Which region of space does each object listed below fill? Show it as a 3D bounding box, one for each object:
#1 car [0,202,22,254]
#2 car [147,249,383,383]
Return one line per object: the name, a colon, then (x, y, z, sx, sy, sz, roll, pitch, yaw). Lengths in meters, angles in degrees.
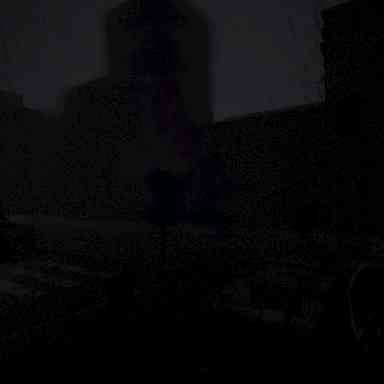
car: (-9.803, 1.376, 12.312, 2.435, 2.045, 5.566, -1, 0, 36)
car: (1.525, 1.488, 4.257, 2.231, 1.521, 4.892, -1, 0, 36)
